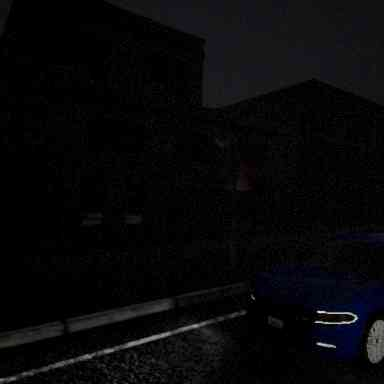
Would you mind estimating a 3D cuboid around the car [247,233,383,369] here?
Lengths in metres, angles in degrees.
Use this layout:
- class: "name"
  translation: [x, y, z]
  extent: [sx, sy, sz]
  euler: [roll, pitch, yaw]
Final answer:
- class: "car"
  translation: [3.159, 1.508, 5.941]
  extent: [5.008, 1.535, 1.882]
  euler: [1, 0, -36]
